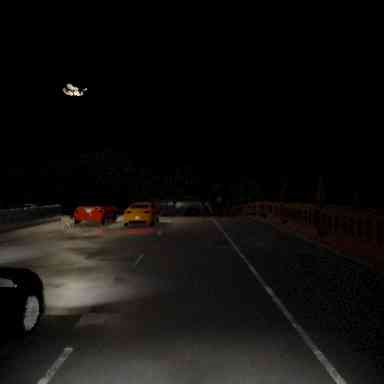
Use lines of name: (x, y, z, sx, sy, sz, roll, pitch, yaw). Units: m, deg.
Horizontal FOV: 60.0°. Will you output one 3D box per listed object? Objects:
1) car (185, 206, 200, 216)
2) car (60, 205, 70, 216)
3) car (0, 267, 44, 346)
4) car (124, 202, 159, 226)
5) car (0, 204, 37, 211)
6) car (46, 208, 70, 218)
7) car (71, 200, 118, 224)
car: (0.098, 2.544, 43.843, 1.994, 1.385, 4.181, 0, -5, 0)
car: (-17.586, 2.474, 44.006, 1.882, 1.535, 5.008, 0, -5, 0)
car: (-3.401, 1.499, 3.689, 1.837, 1.490, 4.892, 0, 0, 0)
car: (-3.402, 1.455, 23.166, 1.882, 1.535, 5.008, 0, 0, 0)
car: (-14.100, 1.653, 27.483, 1.895, 1.301, 4.718, 0, -1, 0)
car: (-21.062, 3.372, 52.531, 1.812, 1.442, 4.674, 0, -6, 0)
car: (-6.902, 1.341, 24.365, 2.097, 1.767, 4.553, 0, -1, 0)
